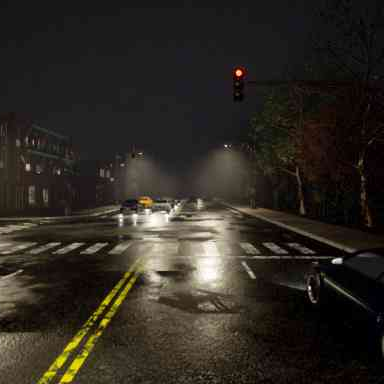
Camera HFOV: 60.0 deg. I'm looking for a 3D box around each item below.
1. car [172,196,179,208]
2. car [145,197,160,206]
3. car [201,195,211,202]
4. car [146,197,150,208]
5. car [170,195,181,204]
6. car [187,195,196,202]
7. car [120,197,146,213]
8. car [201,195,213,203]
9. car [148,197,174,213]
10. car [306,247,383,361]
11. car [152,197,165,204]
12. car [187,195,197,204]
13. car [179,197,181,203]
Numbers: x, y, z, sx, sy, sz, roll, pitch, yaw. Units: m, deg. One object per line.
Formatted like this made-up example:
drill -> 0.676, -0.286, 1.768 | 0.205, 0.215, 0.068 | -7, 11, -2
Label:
car -> -3.360, 1.477, 46.224 | 2.128, 1.511, 4.902 | 0, 0, 0
car -> -6.602, 1.545, 55.798 | 1.994, 1.385, 4.181 | 0, 0, 0
car -> 3.212, 1.509, 78.552 | 2.033, 1.411, 5.357 | 0, 0, 0
car -> -6.609, 1.463, 45.888 | 1.882, 1.535, 5.008 | 0, 0, 0
car -> -3.313, 1.454, 66.580 | 1.882, 1.535, 5.008 | 0, 0, 0
car -> -0.037, 1.494, 79.776 | 2.128, 1.511, 4.902 | 0, 0, 0
car -> -6.636, 1.515, 36.803 | 1.812, 1.442, 4.674 | 0, 0, 1
car -> 3.320, 1.467, 68.368 | 2.128, 1.511, 4.902 | 0, 0, 0
car -> -3.357, 1.515, 36.956 | 1.812, 1.442, 4.674 | 0, 0, 0
car -> 3.335, 1.563, 5.273 | 1.994, 1.385, 4.181 | 0, 0, 1
car -> -6.566, 1.577, 65.720 | 1.895, 1.301, 4.718 | 0, 0, 0
car -> 0.071, 1.503, 63.743 | 1.812, 1.442, 4.674 | 0, 0, 0
car -> -3.347, 1.582, 56.304 | 1.895, 1.301, 4.718 | 0, 0, 0
